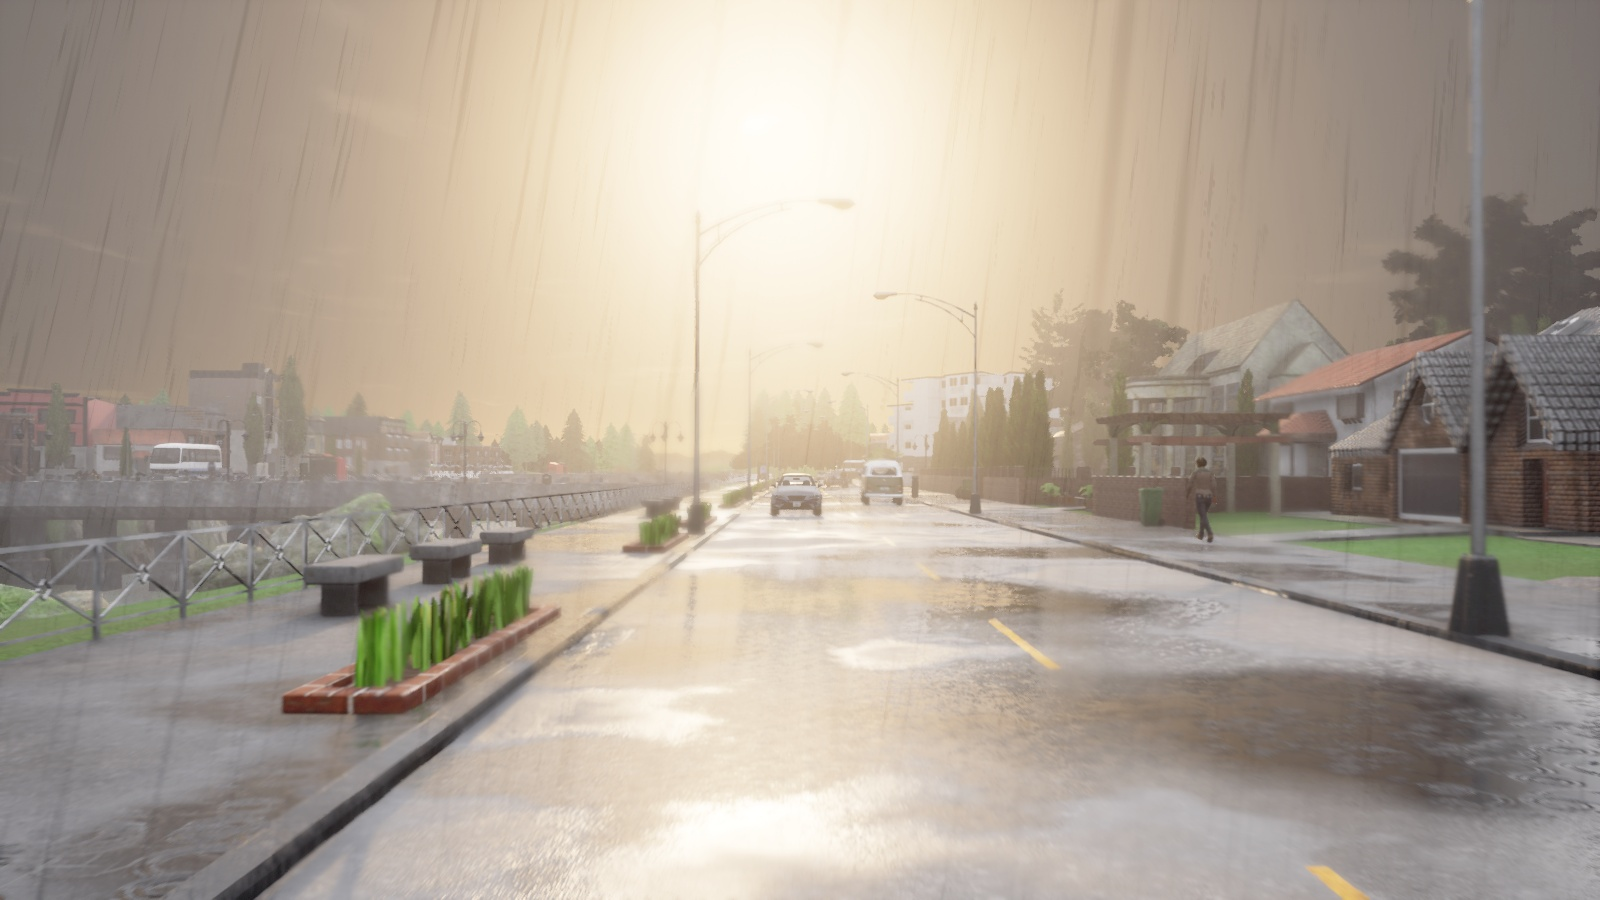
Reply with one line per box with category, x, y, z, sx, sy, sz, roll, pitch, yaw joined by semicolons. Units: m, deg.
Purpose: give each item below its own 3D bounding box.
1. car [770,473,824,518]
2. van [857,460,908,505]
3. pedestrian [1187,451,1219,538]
car;-0.104;1.569;44.196;1.816;1.474;4.193;0;-1;0
van;3.860;1.515;59.304;2.069;2.038;4.480;0;-1;0
pedestrian;8.509;0.935;26.560;0.328;1.805;0.869;0;-1;-4
